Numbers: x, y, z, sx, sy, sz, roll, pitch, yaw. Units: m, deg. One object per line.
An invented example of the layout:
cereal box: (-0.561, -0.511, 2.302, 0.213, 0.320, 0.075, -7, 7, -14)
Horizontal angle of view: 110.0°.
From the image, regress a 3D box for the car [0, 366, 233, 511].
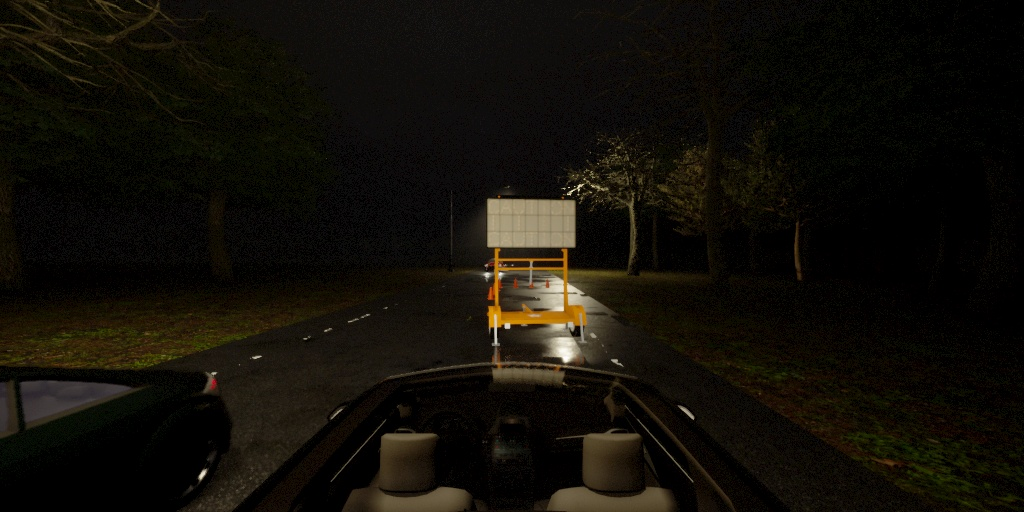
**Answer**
car: (-3.566, 1.314, 1.506, 1.994, 1.385, 4.181, 0, 0, 2)

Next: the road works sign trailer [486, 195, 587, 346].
road works sign trailer: (0.490, 0.212, 9.520, 2.380, 3.560, 2.880, 0, 0, -6)

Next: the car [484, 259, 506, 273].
car: (-2.177, 1.131, 44.383, 2.097, 1.767, 4.553, 0, 0, 2)
